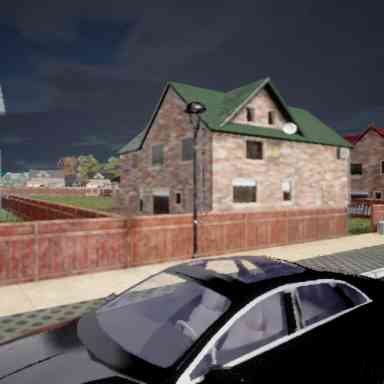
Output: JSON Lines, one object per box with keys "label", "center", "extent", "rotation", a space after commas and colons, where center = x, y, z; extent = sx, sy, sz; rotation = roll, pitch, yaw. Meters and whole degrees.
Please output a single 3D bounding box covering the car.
{"label": "car", "center": [0.263, 1.491, 3.260], "extent": [4.902, 1.511, 2.128], "rotation": [0, 0, -36]}
